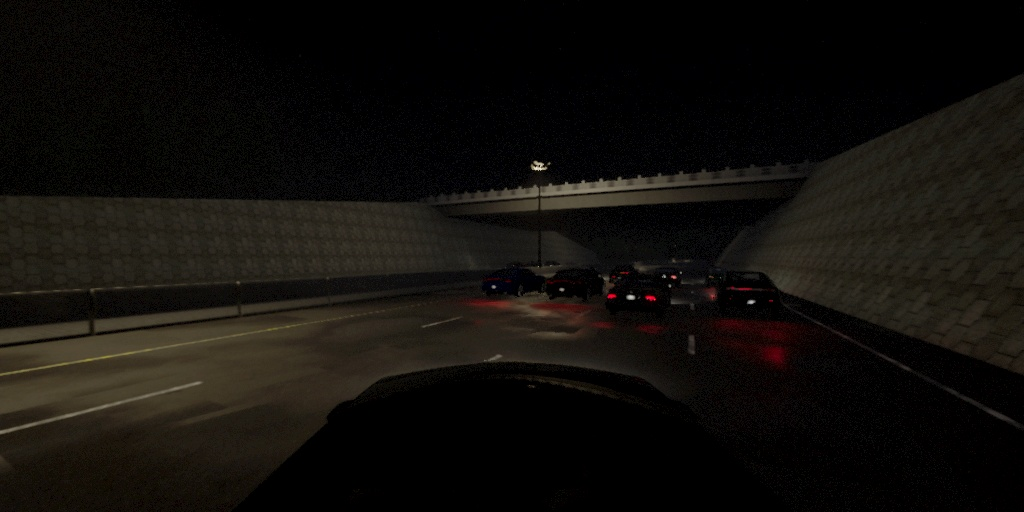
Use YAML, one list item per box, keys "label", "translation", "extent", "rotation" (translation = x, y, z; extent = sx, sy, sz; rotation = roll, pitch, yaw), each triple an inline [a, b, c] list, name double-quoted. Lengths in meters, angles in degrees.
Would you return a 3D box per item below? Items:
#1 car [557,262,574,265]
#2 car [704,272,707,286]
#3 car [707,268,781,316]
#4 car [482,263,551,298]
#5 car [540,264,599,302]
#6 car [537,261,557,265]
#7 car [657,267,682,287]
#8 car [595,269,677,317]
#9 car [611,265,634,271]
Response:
- label: "car"
  translation: [10.043, 1.770, 62.824]
  extent: [1.812, 1.442, 4.674]
  rotation: [0, 0, 27]
- label: "car"
  translation: [15.562, 1.566, 26.962]
  extent: [1.895, 1.301, 4.718]
  rotation: [0, 0, 27]
- label: "car"
  translation: [9.089, 1.349, 14.115]
  extent: [2.128, 1.511, 4.902]
  rotation: [0, 0, 27]
- label: "car"
  translation: [0.241, 1.372, 19.871]
  extent: [1.882, 1.535, 5.008]
  rotation: [0, 0, 27]
- label: "car"
  translation: [3.368, 1.362, 18.302]
  extent: [1.882, 1.535, 5.008]
  rotation: [0, 0, 27]
- label: "car"
  translation: [6.872, 1.605, 64.308]
  extent: [2.097, 1.767, 4.553]
  rotation: [0, -1, 27]
- label: "car"
  translation: [11.718, 1.511, 27.150]
  extent: [2.033, 1.411, 5.357]
  rotation: [0, 0, 27]
- label: "car"
  translation: [4.963, 1.398, 13.758]
  extent: [2.033, 1.411, 5.357]
  rotation: [0, 0, 27]
- label: "car"
  translation: [9.602, 1.495, 30.676]
  extent: [1.837, 1.490, 4.892]
  rotation: [0, 0, 27]
